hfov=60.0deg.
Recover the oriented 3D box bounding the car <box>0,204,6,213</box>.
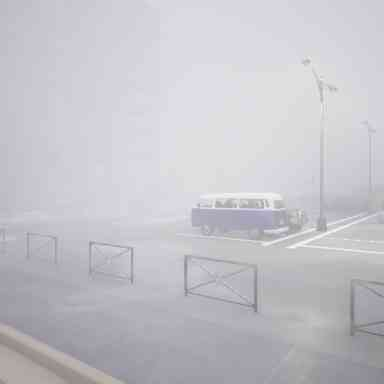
[{"bbox_3d":[-15.830,1.452,22.621,1.837,1.490,4.892,1,0,37],"label":"car"}]

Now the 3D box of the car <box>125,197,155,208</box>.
[{"bbox_3d":[-7.320,1.441,46.803,2.128,1.511,4.902,0,0,36],"label":"car"}]

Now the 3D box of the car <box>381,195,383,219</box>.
[{"bbox_3d":[17.229,1.154,25.495,4.605,1.855,1.932,0,0,36],"label":"car"}]

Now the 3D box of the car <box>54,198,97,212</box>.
[{"bbox_3d":[-13.391,1.427,38.368,1.882,1.535,5.008,0,0,36],"label":"car"}]

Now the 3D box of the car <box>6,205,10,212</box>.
[{"bbox_3d":[-19.446,1.497,29.950,2.033,1.411,5.357,0,0,36],"label":"car"}]

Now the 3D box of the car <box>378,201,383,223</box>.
[{"bbox_3d":[13.982,1.396,20.958,3.806,1.475,1.970,0,0,36],"label":"car"}]
